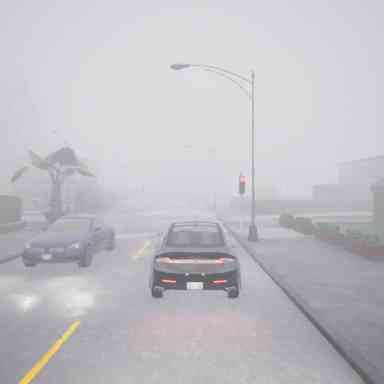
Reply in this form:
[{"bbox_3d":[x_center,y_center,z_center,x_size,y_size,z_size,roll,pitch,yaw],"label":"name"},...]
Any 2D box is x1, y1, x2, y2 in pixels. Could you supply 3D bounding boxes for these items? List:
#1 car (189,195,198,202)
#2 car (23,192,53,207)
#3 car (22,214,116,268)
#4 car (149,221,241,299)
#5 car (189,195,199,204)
[{"bbox_3d":[0.347,1.525,80.629,2.128,1.511,4.902,0,0,0],"label":"car"},{"bbox_3d":[-19.576,0.986,42.937,1.905,1.878,3.866,0,0,35],"label":"car"},{"bbox_3d":[-3.949,1.526,11.493,1.812,1.442,4.674,0,0,1],"label":"car"},{"bbox_3d":[0.087,1.492,8.471,2.128,1.511,4.902,0,0,1],"label":"car"},{"bbox_3d":[0.382,1.490,65.839,2.128,1.511,4.902,0,0,0],"label":"car"}]
